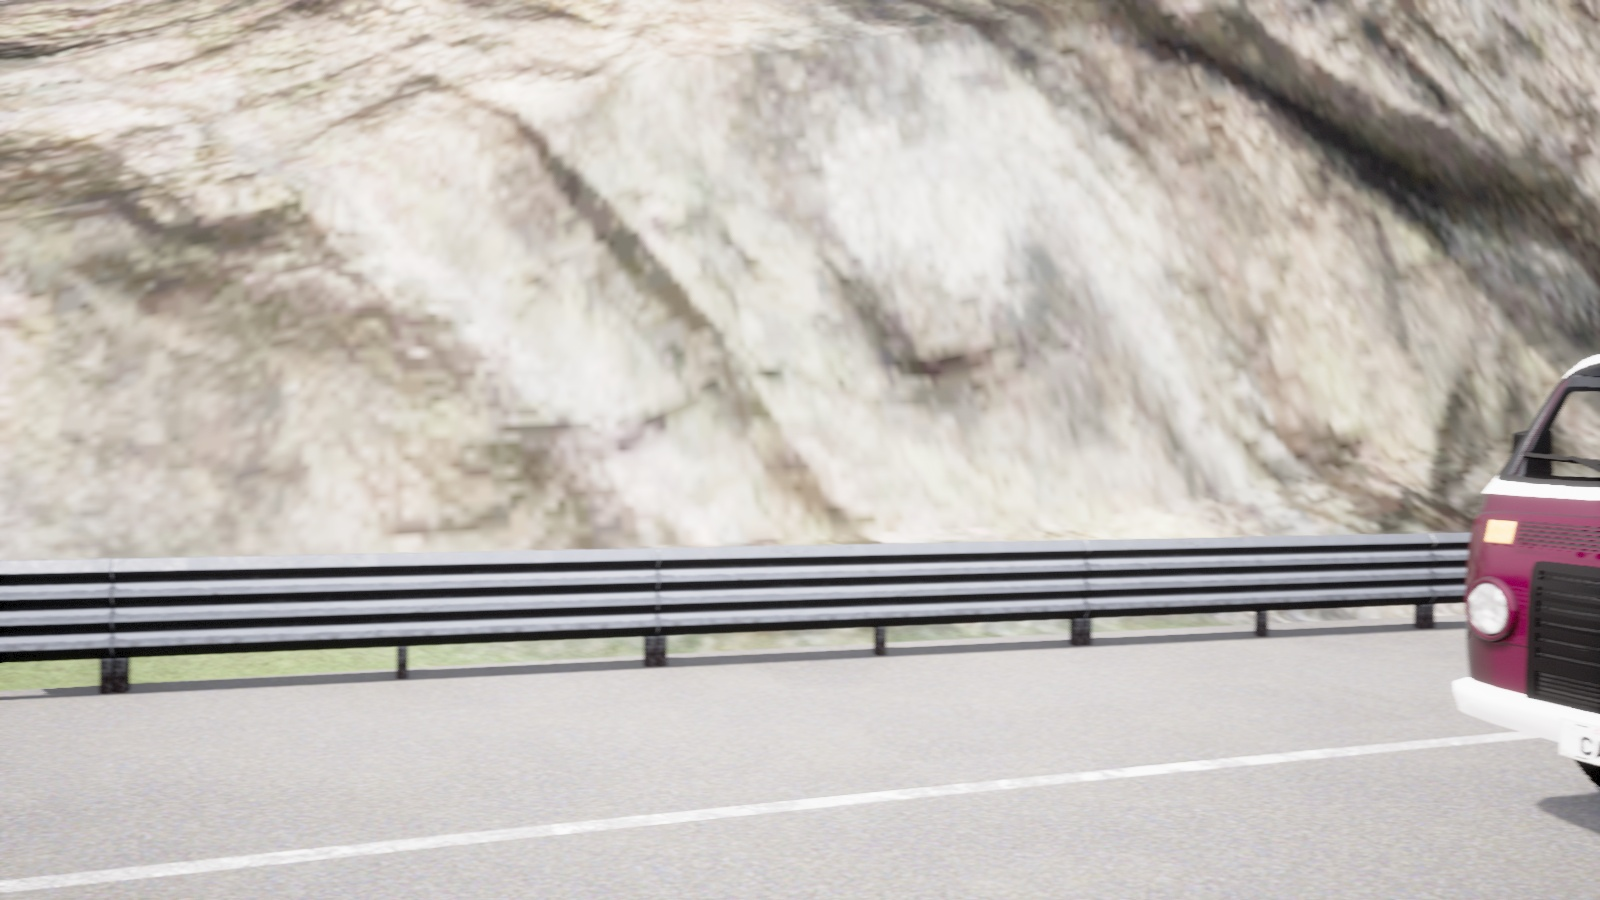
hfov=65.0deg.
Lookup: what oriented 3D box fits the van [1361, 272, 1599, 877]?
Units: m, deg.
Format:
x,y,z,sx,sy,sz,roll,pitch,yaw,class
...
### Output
x,y,z,sx,sy,sz,roll,pitch,yaw,class
4.800,0.387,4.980,4.480,2.038,2.069,-1,1,-19,van
